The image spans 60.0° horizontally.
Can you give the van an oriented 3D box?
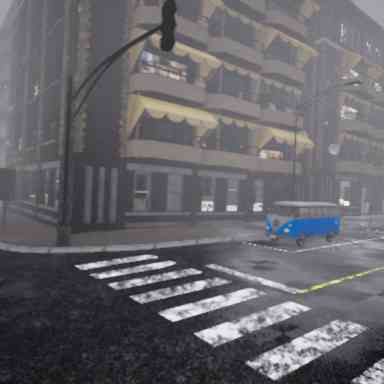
[{"bbox_3d":[4.937,1.320,14.737,3.998,1.788,1.690,1,2,-39],"label":"van"}]
